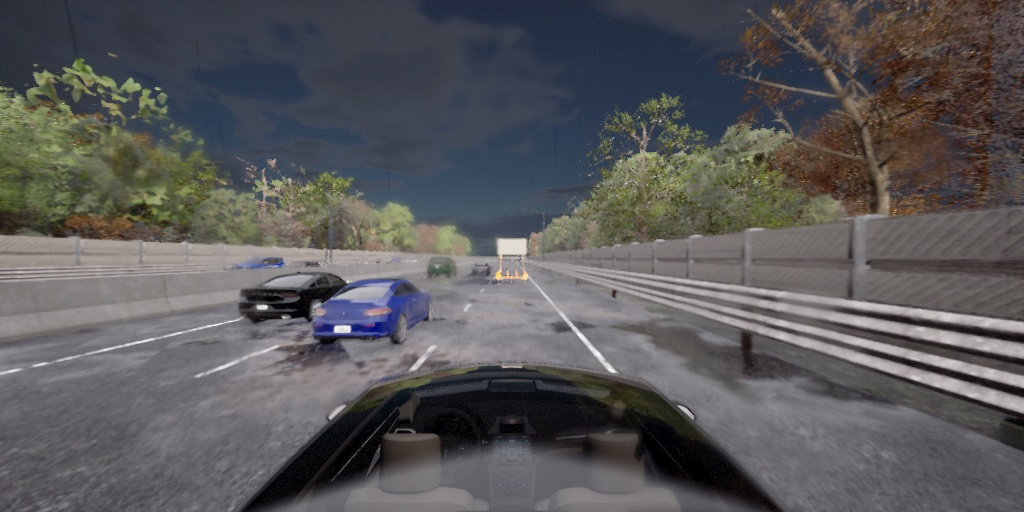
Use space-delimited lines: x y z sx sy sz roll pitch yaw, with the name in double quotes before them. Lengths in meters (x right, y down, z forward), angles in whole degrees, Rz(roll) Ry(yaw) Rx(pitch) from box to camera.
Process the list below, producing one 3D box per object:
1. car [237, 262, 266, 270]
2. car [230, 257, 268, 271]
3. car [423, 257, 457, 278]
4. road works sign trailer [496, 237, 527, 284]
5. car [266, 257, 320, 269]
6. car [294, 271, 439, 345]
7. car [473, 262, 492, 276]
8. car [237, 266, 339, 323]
"car" -21.076 1.483 31.352 1.895 1.301 4.718 0 0 0
"car" -24.559 1.124 35.030 2.150 2.045 5.566 0 -1 0
"car" -6.894 1.124 35.714 2.150 2.045 5.566 0 0 0
"road works sign trailer" 0.007 0.329 27.919 2.380 3.560 2.880 0 0 0
"car" -17.578 1.225 29.659 2.097 1.767 4.553 0 0 0
"car" -3.397 1.307 9.487 1.812 1.442 4.674 0 0 0
"car" -3.389 1.419 41.022 2.128 1.511 4.902 0 0 0
"car" -6.898 1.272 12.383 1.882 1.535 5.008 0 0 0
